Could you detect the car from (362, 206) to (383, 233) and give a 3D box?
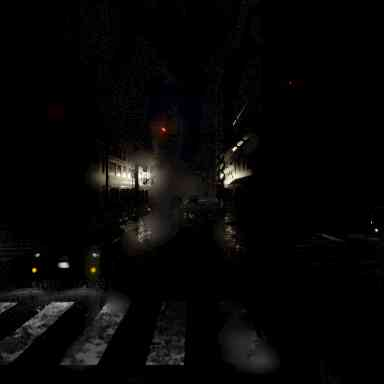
[{"bbox_3d":[11.369,1.383,15.707,5.357,1.411,2.033,-1,0,0],"label":"car"}]

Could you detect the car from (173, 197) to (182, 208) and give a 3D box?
[{"bbox_3d":[-2.940,1.628,49.156,1.895,1.301,4.718,0,0,0],"label":"car"}]

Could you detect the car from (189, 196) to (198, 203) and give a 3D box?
[{"bbox_3d":[0.297,1.546,71.084,1.882,1.535,5.008,0,0,0],"label":"car"}]

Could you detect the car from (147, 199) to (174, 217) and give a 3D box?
[{"bbox_3d":[-3.004,1.607,31.143,1.895,1.301,4.718,0,0,0],"label":"car"}]

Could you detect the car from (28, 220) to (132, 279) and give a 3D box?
[{"bbox_3d":[-3.069,1.562,9.952,1.994,1.385,4.181,0,0,0],"label":"car"}]
